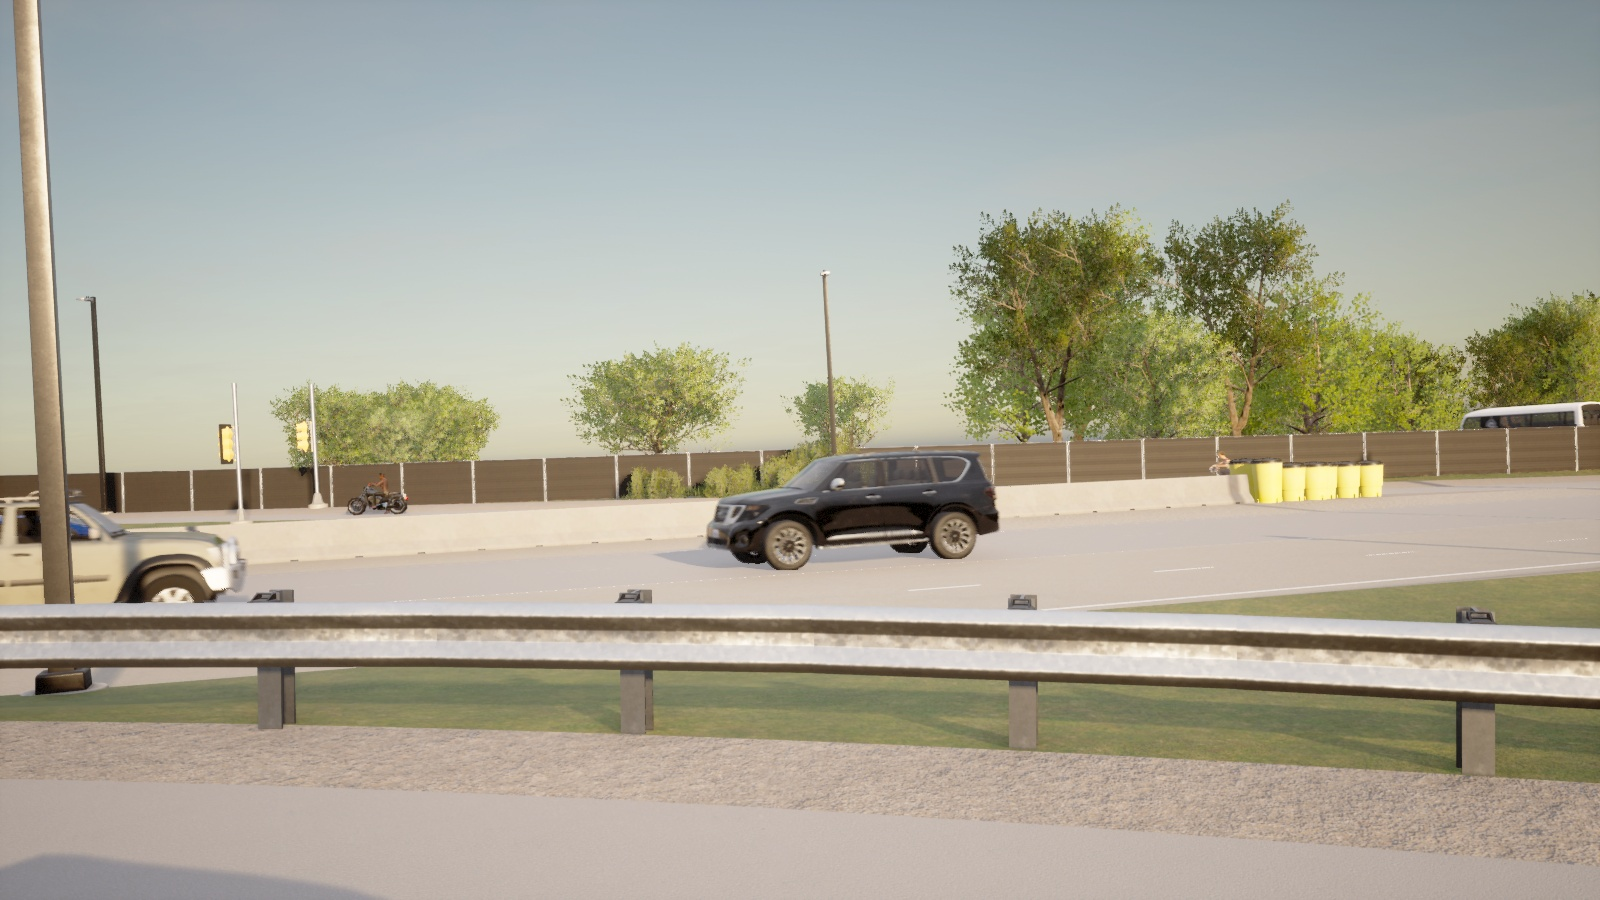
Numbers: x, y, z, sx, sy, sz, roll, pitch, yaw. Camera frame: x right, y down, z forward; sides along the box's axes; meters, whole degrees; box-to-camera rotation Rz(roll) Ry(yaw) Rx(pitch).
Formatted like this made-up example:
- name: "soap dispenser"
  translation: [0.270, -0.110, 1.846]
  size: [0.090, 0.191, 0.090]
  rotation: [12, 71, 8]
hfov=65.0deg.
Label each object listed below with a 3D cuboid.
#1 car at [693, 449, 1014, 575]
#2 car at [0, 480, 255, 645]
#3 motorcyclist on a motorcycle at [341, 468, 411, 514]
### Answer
- name: "car"
  translation: [1.002, 1.078, 23.556]
  size: [5.566, 2.045, 2.150]
  rotation: [-1, -1, -21]
- name: "car"
  translation: [-9.394, 1.369, 15.735]
  size: [4.605, 1.855, 1.932]
  rotation: [-1, -1, -21]
- name: "motorcyclist on a motorcycle"
  translation: [-16.091, 1.551, 47.686]
  size: [2.350, 1.649, 0.766]
  rotation: [-1, 0, 6]
